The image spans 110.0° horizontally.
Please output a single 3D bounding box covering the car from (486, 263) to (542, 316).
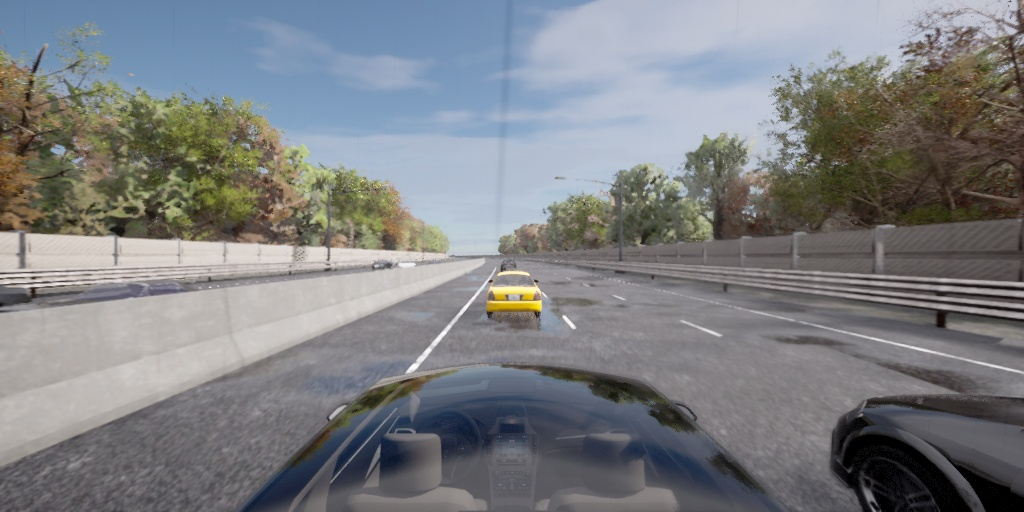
[{"bbox_3d":[0.048,1.211,13.237,1.801,1.575,5.366,0,0,0],"label":"car"}]

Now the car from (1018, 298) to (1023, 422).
[{"bbox_3d":[7.092,1.254,1.924,1.837,1.490,4.892,0,0,0],"label":"car"}]

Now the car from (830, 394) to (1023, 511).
[{"bbox_3d":[3.591,1.313,1.173,1.994,1.385,4.181,0,0,0],"label":"car"}]

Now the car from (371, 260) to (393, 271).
[{"bbox_3d":[-18.275,1.255,50.683,2.128,1.511,4.902,0,0,-1],"label":"car"}]

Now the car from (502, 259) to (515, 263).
[{"bbox_3d":[-0.443,1.196,44.389,2.033,1.649,4.856,0,0,-1],"label":"car"}]

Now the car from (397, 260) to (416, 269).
[{"bbox_3d":[-14.771,1.289,50.483,1.812,1.442,4.674,0,0,-1],"label":"car"}]

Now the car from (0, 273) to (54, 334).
[{"bbox_3d":[-14.122,1.246,7.769,2.128,1.511,4.902,0,0,0],"label":"car"}]

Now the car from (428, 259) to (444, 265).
[{"bbox_3d":[-11.360,1.257,53.641,2.128,1.511,4.902,0,0,-2],"label":"car"}]

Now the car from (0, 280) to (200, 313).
[{"bbox_3d":[-10.630,1.355,9.892,1.895,1.301,4.718,0,0,0],"label":"car"}]
